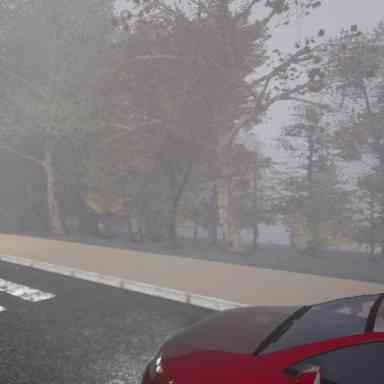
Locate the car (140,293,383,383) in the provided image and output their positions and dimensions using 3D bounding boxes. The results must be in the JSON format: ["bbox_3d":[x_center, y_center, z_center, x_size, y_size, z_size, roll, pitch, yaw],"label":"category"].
[{"bbox_3d":[1.567,1.565,2.567,4.181,1.385,1.994,-1,0,36],"label":"car"}]
